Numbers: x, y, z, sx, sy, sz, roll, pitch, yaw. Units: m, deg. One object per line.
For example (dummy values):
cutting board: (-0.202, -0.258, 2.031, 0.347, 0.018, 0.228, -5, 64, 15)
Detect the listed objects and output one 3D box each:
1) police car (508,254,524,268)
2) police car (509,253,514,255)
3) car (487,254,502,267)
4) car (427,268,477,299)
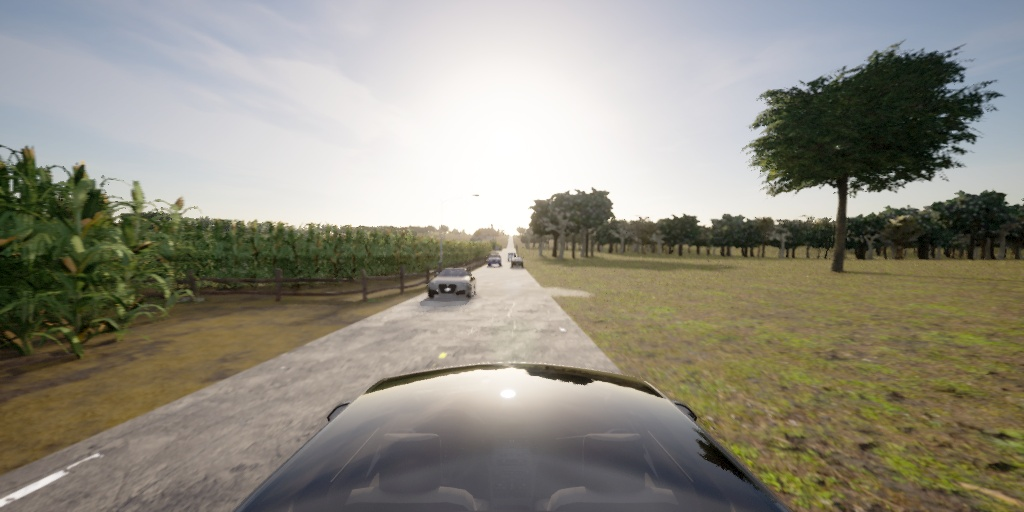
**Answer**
police car: (0.796, 0.941, 55.428, 1.930, 1.638, 5.238, 0, 1, 0)
police car: (0.791, 0.798, 65.428, 1.930, 1.638, 5.238, 0, 1, 0)
car: (-2.824, 0.692, 59.069, 2.150, 2.045, 5.566, 0, 1, 1)
car: (-2.857, 1.290, 17.897, 1.994, 1.385, 4.181, 0, 0, 0)
